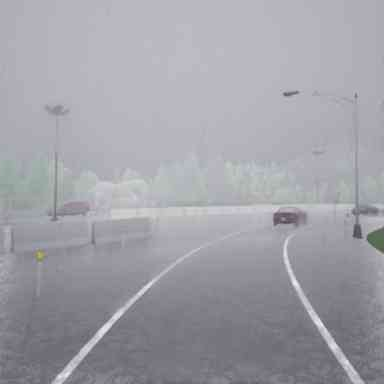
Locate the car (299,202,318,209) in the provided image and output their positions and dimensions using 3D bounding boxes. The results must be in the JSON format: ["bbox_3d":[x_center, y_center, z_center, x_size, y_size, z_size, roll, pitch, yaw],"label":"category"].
[{"bbox_3d":[27.987,3.267,79.813,4.892,1.490,1.837,2,-2,-39],"label":"car"}]

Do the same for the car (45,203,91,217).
[{"bbox_3d":[-16.563,2.533,43.478,5.357,1.411,2.033,0,-1,-38],"label":"car"}]

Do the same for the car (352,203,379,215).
[{"bbox_3d":[22.849,2.237,43.694,4.902,1.511,2.128,1,-2,-40],"label":"car"}]

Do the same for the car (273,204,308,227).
[{"bbox_3d":[8.122,1.936,27.189,1.882,1.535,5.008,-1,-1,30],"label":"car"}]

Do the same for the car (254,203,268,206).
[{"bbox_3d":[15.740,2.956,69.780,4.674,1.442,1.812,1,-2,-39],"label":"car"}]

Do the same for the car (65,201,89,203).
[{"bbox_3d":[-17.255,2.284,47.430,5.566,2.045,2.150,-1,-1,-38],"label":"car"}]

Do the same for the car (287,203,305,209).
[{"bbox_3d":[25.745,3.430,82.497,4.718,1.301,1.895,2,-2,-39],"label":"car"}]
